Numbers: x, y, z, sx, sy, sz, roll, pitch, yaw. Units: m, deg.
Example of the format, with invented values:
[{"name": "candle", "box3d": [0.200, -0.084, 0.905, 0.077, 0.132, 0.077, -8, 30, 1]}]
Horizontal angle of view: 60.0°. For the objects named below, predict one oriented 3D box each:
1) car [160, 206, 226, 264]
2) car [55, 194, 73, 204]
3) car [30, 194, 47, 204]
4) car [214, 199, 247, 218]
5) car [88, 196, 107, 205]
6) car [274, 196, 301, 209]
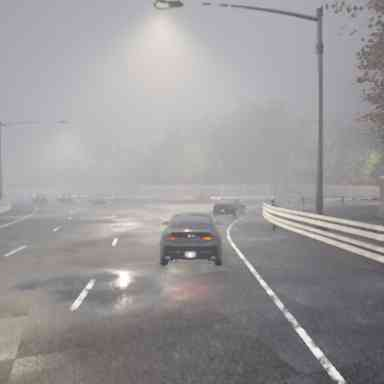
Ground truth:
[{"name": "car", "box3d": [0.016, 1.440, 11.484, 1.837, 1.490, 4.892, 0, 0, 1]}, {"name": "car", "box3d": [-21.553, 1.060, 55.984, 2.097, 1.767, 4.553, 0, 0, -33]}, {"name": "car", "box3d": [-25.968, 1.062, 56.287, 2.097, 1.767, 4.553, 0, 0, -34]}, {"name": "car", "box3d": [3.380, 1.313, 28.840, 1.882, 1.535, 5.008, 0, 0, 23]}, {"name": "car", "box3d": [-14.761, 1.273, 51.716, 2.033, 1.411, 5.357, 0, 0, -30]}, {"name": "car", "box3d": [11.791, 1.284, 41.254, 1.812, 1.442, 4.674, 0, 0, 45]}]
